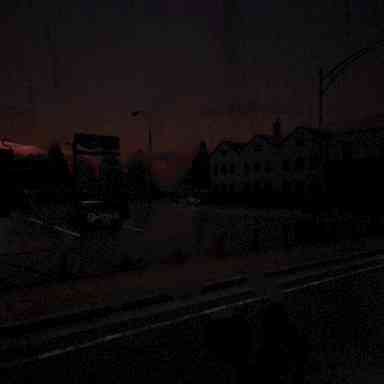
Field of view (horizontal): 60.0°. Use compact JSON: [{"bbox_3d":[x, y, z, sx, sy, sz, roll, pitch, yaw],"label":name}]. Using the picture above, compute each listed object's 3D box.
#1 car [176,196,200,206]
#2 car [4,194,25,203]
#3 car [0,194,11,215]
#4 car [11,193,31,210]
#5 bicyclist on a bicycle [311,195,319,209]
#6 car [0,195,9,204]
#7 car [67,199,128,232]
[{"bbox_3d":[-0.643,1.349,50.228,1.812,1.442,4.674,0,0,-36],"label":"car"},{"bbox_3d":[-38.980,1.328,73.235,3.866,1.878,1.905,0,0,-36],"label":"car"},{"bbox_3d":[-17.911,1.113,29.853,1.932,1.855,4.605,0,0,-36],"label":"car"},{"bbox_3d":[-19.827,1.092,38.162,1.905,1.878,3.866,0,0,-36],"label":"car"},{"bbox_3d":[13.668,1.124,36.852,1.656,1.620,0.582,0,0,-36],"label":"bicyclist on a bicycle"},{"bbox_3d":[-39.204,1.495,66.106,4.611,1.667,2.242,0,0,-36],"label":"car"},{"bbox_3d":[-5.302,1.248,17.903,1.970,1.475,3.806,0,0,-36],"label":"car"}]
